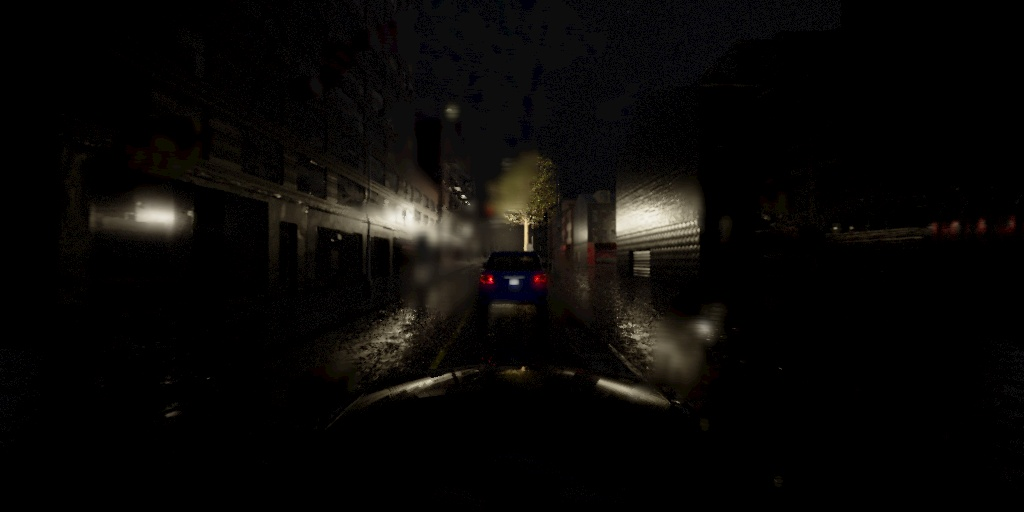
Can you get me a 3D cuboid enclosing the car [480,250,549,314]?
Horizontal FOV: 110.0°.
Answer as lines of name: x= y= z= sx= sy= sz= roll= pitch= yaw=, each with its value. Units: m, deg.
car: x=0.082 y=0.810 z=13.076 sx=2.150 sy=2.045 sz=5.566 roll=0 pitch=1 yaw=0
